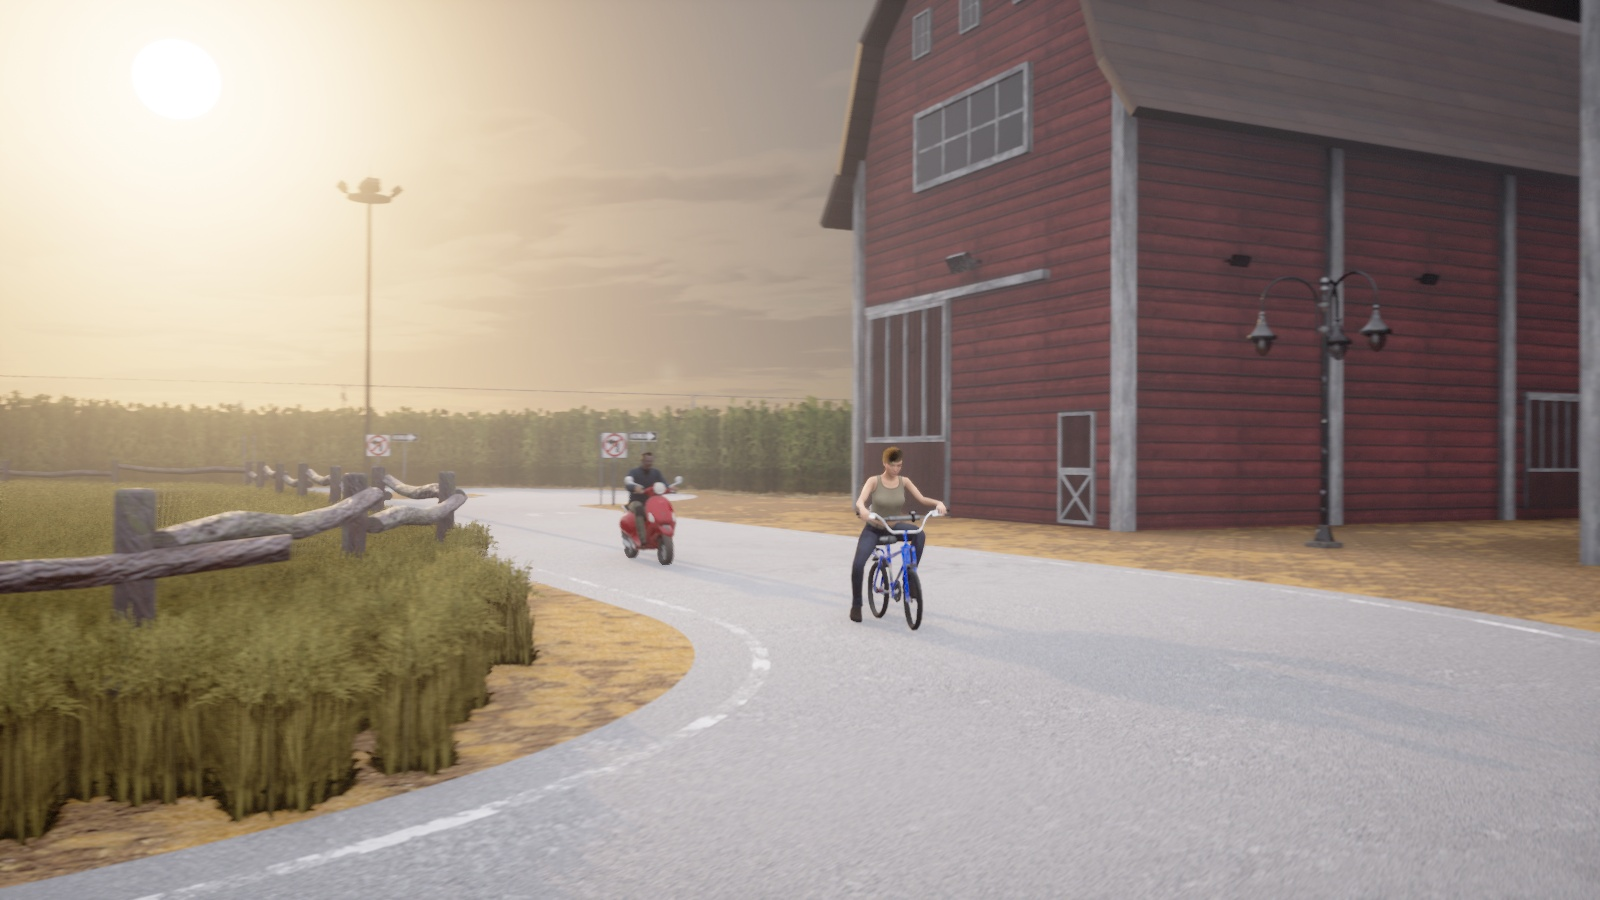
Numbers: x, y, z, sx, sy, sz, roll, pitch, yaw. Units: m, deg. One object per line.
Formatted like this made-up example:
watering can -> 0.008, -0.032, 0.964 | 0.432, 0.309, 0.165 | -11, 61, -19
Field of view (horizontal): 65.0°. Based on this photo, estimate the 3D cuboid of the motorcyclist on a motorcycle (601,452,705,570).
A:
motorcyclist on a motorcycle -> -2.116, 0.824, 17.904 | 0.866, 1.590, 1.817 | 0, 0, -28

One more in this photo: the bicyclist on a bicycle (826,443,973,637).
bicyclist on a bicycle -> 0.859, 0.767, 11.325 | 0.866, 1.612, 1.509 | 1, -1, -14
